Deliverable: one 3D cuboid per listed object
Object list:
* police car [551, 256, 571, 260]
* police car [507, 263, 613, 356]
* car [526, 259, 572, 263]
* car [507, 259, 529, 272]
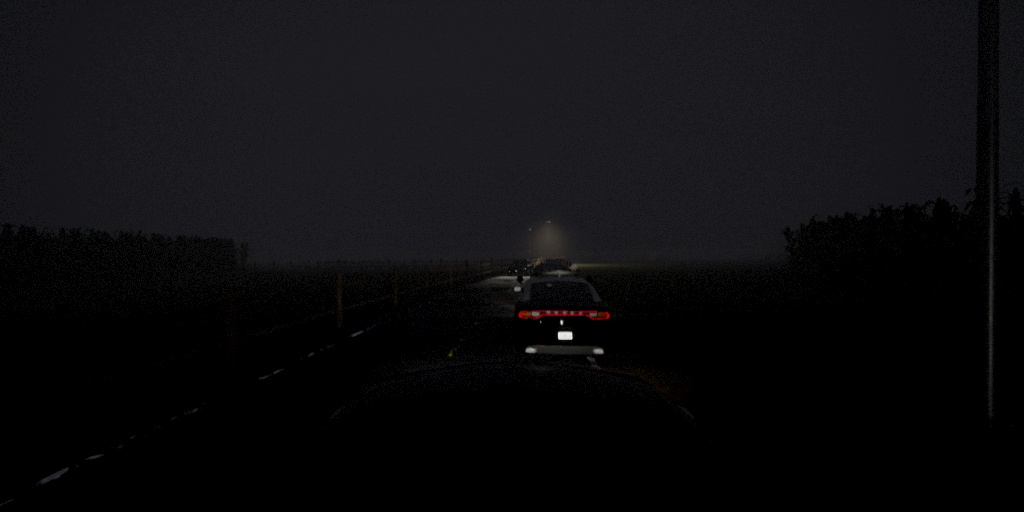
[{"bbox_3d":[2.846,1.022,24.308,1.930,1.638,5.238,0,0,10],"label":"police car"},{"bbox_3d":[1.053,1.131,8.659,1.930,1.638,5.238,0,0,3],"label":"police car"},{"bbox_3d":[1.959,1.117,18.354,1.882,1.535,5.008,0,0,7],"label":"car"},{"bbox_3d":[0.815,1.041,33.113,1.837,1.490,4.892,0,0,11],"label":"car"}]
